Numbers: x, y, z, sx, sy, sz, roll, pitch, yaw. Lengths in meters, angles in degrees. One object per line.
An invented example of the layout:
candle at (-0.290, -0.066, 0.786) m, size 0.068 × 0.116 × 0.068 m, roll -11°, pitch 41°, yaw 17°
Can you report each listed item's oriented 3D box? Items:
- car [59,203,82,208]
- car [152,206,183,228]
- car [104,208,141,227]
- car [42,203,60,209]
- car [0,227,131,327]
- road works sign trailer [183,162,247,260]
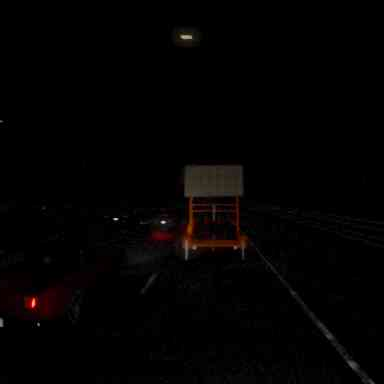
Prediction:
car at (-17.998, 2.647, 51.484) m, size 2.033 × 1.411 × 5.357 m, roll -1°, pitch -2°, yaw 4°
car at (-1.821, 1.838, 25.124) m, size 1.837 × 1.490 × 4.892 m, roll -1°, pitch -1°, yaw 3°
car at (-5.298, 1.934, 25.638) m, size 1.994 × 1.385 × 4.181 m, roll -1°, pitch -1°, yaw 3°
car at (-21.479, 2.490, 51.869) m, size 2.097 × 1.767 × 4.553 m, roll -1°, pitch -2°, yaw 4°
car at (-2.860, 1.719, 7.265) m, size 1.895 × 1.301 × 4.718 m, roll -1°, pitch -1°, yaw 3°
road works sign trailer at (0.878, 0.624, 13.167) m, size 2.380 × 3.560 × 2.880 m, roll -1°, pitch -1°, yaw 3°
